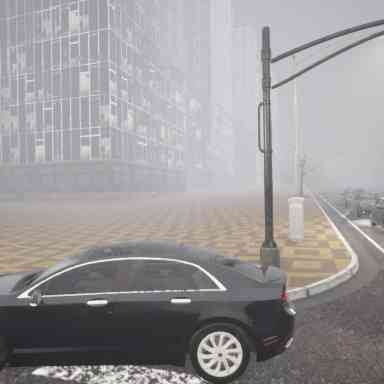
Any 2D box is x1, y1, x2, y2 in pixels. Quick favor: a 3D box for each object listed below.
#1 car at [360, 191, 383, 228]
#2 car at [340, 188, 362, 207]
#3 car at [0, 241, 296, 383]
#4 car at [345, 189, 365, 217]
[{"bbox_3d":[9.030,0.928,14.400,2.128,1.511,4.902,-1,2,18],"label":"car"},{"bbox_3d":[13.077,0.454,26.757,2.128,1.511,4.902,-1,2,18],"label":"car"},{"bbox_3d":[-1.062,1.505,4.767,4.892,1.490,1.837,0,0,0],"label":"car"},{"bbox_3d":[11.081,0.759,20.694,1.994,1.385,4.181,-1,2,17],"label":"car"}]
